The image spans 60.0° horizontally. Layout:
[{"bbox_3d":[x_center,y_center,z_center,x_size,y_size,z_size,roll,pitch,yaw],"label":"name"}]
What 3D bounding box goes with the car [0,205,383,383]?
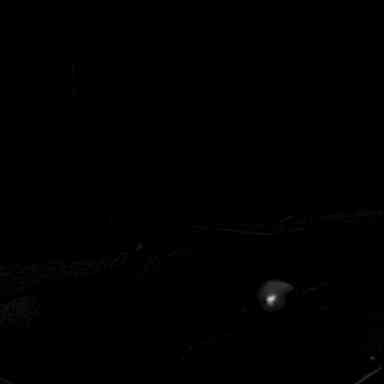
[{"bbox_3d":[0.658,1.221,3.841,5.566,2.045,2.150,0,0,-35],"label":"car"}]
